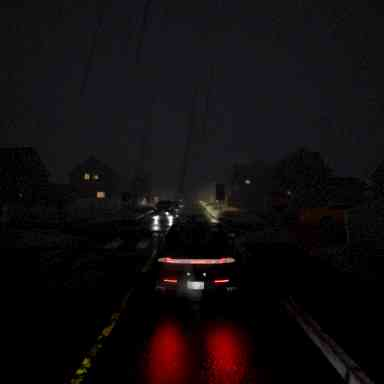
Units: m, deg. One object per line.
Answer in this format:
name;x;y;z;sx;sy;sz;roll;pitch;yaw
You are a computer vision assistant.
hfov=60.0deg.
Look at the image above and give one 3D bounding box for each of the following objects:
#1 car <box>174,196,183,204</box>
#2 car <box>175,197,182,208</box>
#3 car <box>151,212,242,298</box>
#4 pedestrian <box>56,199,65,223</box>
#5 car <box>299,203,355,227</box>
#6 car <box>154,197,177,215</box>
car;-2.874;1.598;65.116;2.097;1.767;4.553;0;0;0
car;-2.898;1.758;50.044;1.895;1.301;4.718;0;0;0
car;0.129;1.503;8.523;2.128;1.511;4.902;0;0;1
pedestrian;-9.845;1.407;24.850;0.375;1.860;0.375;0;-3;-1
car;9.297;1.420;20.814;5.008;1.535;1.882;0;-2;-7
car;-2.905;1.616;35.227;1.812;1.442;4.674;0;0;0
